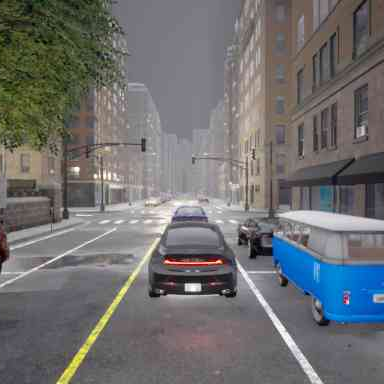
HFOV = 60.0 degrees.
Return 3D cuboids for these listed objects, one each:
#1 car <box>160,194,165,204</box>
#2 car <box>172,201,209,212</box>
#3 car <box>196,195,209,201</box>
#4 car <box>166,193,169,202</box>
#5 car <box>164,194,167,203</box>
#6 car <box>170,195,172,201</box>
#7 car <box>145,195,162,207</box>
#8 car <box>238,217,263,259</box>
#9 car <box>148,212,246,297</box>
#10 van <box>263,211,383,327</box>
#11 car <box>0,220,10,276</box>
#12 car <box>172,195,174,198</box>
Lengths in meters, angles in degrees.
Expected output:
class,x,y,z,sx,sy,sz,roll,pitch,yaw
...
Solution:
class,x,y,z,sx,sy,sz,roll,pitch,yaw
car,-6.099,1.521,55.814,2.008,1.369,4.403,0,0,0
car,-0.103,1.472,18.020,1.882,1.535,5.008,0,0,0
car,2.339,1.409,66.818,1.967,1.590,4.097,0,0,0
car,-6.185,1.514,66.716,1.887,1.381,4.507,0,0,0
car,-6.142,1.514,61.265,1.887,1.381,4.507,0,0,0
car,-6.270,1.522,77.617,2.008,1.369,4.403,0,0,0
car,-6.056,1.498,50.194,1.752,1.417,4.829,0,0,0
car,2.765,1.563,12.443,1.947,1.339,4.313,0,0,0
car,0.009,1.503,8.525,1.837,1.490,4.892,0,0,0
van,2.808,1.340,6.783,1.690,1.788,3.998,0,0,0
car,-5.716,1.314,6.676,2.192,1.841,5.009,0,0,0
car,-6.313,1.289,83.068,2.192,1.841,5.009,0,0,0
